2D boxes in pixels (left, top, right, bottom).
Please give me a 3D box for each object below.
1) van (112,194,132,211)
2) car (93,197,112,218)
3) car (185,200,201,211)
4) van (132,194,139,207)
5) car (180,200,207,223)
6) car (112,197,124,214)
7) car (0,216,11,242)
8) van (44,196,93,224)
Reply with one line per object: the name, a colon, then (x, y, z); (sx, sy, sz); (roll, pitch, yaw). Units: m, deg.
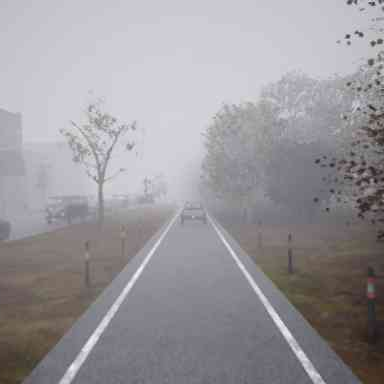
van: (-9.093, 1.310, 41.913); (1.878, 1.987, 4.442); (0, -1, -3)
car: (-9.076, 1.487, 29.889); (2.231, 1.521, 4.892); (0, -1, -2)
car: (0.094, 1.715, 42.941); (1.895, 1.301, 4.718); (0, 0, 0)
van: (-9.259, 1.347, 51.864); (1.878, 1.987, 4.442); (0, -1, -2)
car: (0.097, 1.535, 25.545); (2.128, 1.511, 4.902); (0, 0, 0)
car: (-9.082, 1.539, 35.400); (2.163, 1.488, 4.792); (0, -1, -2)
car: (-9.055, 1.481, 13.233); (2.002, 1.452, 4.674); (0, 0, 0)
van: (-9.074, 1.260, 24.205); (1.878, 1.987, 4.442); (0, 0, 2)
